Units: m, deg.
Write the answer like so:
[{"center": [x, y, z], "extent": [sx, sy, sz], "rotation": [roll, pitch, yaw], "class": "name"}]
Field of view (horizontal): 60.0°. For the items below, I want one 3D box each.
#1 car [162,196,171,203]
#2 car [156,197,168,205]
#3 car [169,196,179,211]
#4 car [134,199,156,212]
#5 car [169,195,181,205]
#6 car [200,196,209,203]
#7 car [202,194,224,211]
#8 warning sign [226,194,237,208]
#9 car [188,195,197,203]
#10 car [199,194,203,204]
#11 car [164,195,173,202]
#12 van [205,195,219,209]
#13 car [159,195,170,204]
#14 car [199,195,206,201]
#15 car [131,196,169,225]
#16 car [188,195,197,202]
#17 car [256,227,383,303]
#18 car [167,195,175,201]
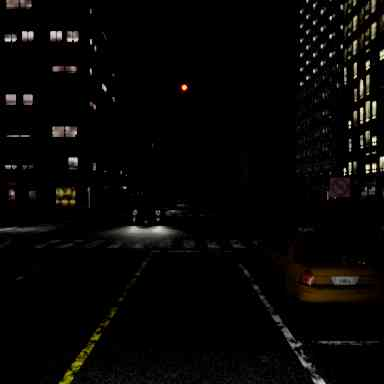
[{"center": [-5.606, 1.648, 73.581], "extent": [1.802, 1.307, 4.206], "rotation": [0, 0, 0], "class": "car"}, {"center": [-5.619, 1.591, 62.526], "extent": [1.887, 1.381, 4.507], "rotation": [0, 0, 0], "class": "car"}, {"center": [-3.049, 1.566, 42.086], "extent": [2.033, 1.411, 5.357], "rotation": [0, 0, 0], "class": "car"}, {"center": [-5.645, 1.567, 40.421], "extent": [2.008, 1.369, 4.403], "rotation": [0, 0, 0], "class": "car"}, {"center": [-3.004, 1.520, 59.930], "extent": [1.882, 1.535, 5.008], "rotation": [0, 0, 0], "class": "car"}, {"center": [2.774, 1.611, 73.571], "extent": [1.887, 1.381, 4.507], "rotation": [0, 0, 0], "class": "car"}, {"center": [2.734, 1.332, 40.411], "extent": [2.192, 1.841, 5.009], "rotation": [0, 0, 0], "class": "car"}, {"center": [5.124, 1.135, 43.665], "extent": [1.300, 1.860, 1.060], "rotation": [0, 0, 0], "class": "warning sign"}, {"center": [0.082, 1.536, 69.190], "extent": [1.882, 1.535, 5.008], "rotation": [0, 0, 0], "class": "car"}, {"center": [2.760, 1.362, 62.517], "extent": [2.192, 1.841, 5.009], "rotation": [0, 0, 0], "class": "car"}, {"center": [-5.600, 1.516, 79.107], "extent": [1.967, 1.590, 4.097], "rotation": [0, 0, 0], "class": "car"}, {"center": [2.740, 1.364, 45.937], "extent": [1.690, 1.788, 3.998], "rotation": [0, 0, 0], "class": "van"}, {"center": [-5.613, 1.496, 68.054], "extent": [1.967, 1.590, 4.097], "rotation": [0, 0, 0], "class": "car"}, {"center": [2.794, 1.625, 90.321], "extent": [1.752, 1.417, 4.829], "rotation": [0, 0, 0], "class": "car"}, {"center": [-3.076, 1.392, 24.405], "extent": [2.097, 1.767, 4.553], "rotation": [0, 0, 0], "class": "car"}, {"center": [0.095, 1.531, 79.608], "extent": [2.033, 1.411, 5.357], "rotation": [0, 0, 0], "class": "car"}, {"center": [2.696, 1.526, 8.168], "extent": [1.752, 1.417, 4.829], "rotation": [0, 0, 0], "class": "car"}, {"center": [-5.586, 1.624, 89.991], "extent": [1.752, 1.417, 4.829], "rotation": [0, 0, 0], "class": "car"}]
